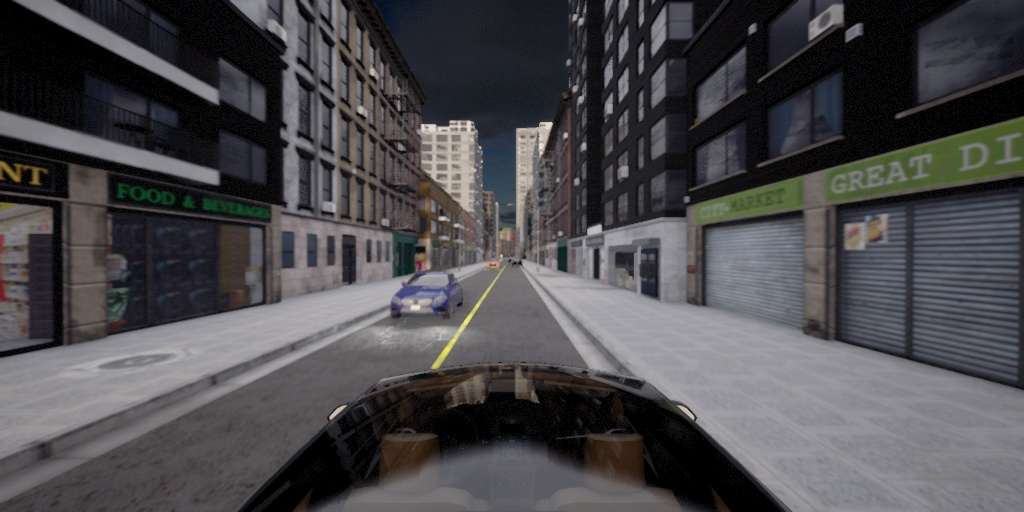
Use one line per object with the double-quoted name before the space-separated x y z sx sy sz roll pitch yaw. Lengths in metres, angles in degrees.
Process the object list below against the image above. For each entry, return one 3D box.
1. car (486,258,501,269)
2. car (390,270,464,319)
"car" -2.811 1.061 54.630 2.097 1.767 4.553 0 0 0
"car" -2.836 1.262 12.851 1.812 1.442 4.674 0 0 0
